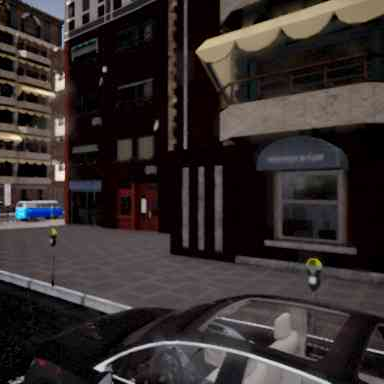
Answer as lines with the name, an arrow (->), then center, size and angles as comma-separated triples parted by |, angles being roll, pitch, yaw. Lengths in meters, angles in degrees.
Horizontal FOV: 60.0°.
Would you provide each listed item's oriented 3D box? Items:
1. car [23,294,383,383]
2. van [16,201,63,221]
car -> 0.409, 1.551, 2.582 | 4.403, 1.369, 2.008 | 0, 0, 36
van -> -13.826, 1.711, 30.264 | 1.690, 1.788, 3.998 | -1, -2, 35
